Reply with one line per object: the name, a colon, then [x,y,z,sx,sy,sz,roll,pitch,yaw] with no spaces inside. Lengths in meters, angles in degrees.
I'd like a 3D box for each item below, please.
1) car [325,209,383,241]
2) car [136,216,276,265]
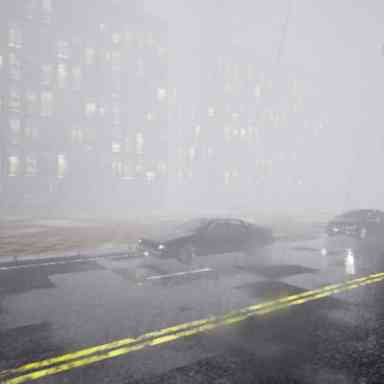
car: [9.229,1.697,18.135,4.892,1.490,1.837,1,0,-35]
car: [0.722,1.609,12.152,5.357,1.411,2.033,1,0,-35]
